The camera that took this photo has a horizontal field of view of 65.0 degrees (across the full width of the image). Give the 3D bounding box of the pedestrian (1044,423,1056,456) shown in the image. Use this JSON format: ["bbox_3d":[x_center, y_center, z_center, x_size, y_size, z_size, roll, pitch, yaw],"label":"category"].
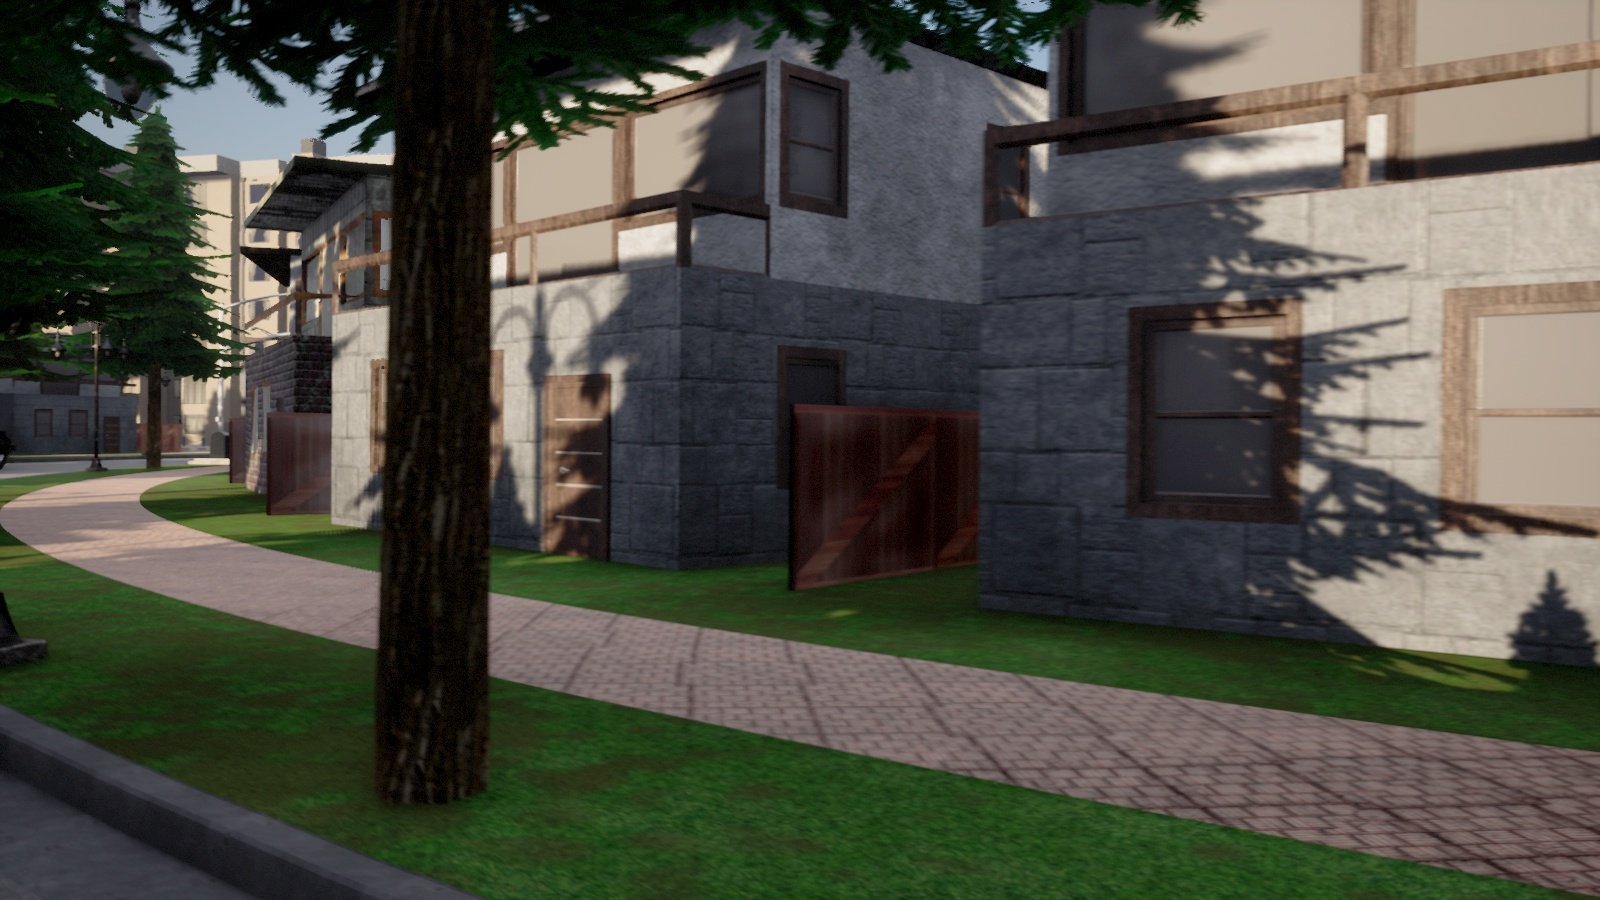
[{"bbox_3d":[13.883,-0.599,69.828,0.634,1.846,0.331,0,1,14],"label":"pedestrian"}]

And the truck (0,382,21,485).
[{"bbox_3d":[-28.187,-0.518,39.653,2.891,3.462,7.936,-1,1,-6],"label":"truck"}]
